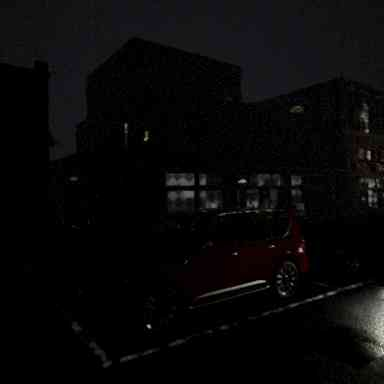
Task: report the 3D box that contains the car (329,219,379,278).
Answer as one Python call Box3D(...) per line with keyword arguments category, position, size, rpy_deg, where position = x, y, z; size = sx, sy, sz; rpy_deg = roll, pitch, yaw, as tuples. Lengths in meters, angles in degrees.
Box3D(category="car", position=(4.781, 1.521, 9.981), size=(4.313, 1.339, 1.947), rpy_deg=(0, 0, -36))

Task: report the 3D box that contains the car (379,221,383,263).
Box3D(category="car", position=(6.961, 1.303, 8.352), size=(4.553, 1.767, 2.097), rpy_deg=(0, 0, -36))

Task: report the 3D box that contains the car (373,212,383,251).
Box3D(category="car", position=(9.292, 1.473, 13.204), size=(4.507, 1.381, 1.887), rpy_deg=(0, 0, -36))

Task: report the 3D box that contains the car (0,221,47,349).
Box3D(category="car", position=(-4.244, 1.322, 3.538), size=(5.009, 1.841, 2.192), rpy_deg=(0, 0, -36))

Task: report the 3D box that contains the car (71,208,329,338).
Box3D(category="car", position=(0.268, 1.296, 6.760), size=(5.009, 1.841, 2.192), rpy_deg=(0, 0, -36))
